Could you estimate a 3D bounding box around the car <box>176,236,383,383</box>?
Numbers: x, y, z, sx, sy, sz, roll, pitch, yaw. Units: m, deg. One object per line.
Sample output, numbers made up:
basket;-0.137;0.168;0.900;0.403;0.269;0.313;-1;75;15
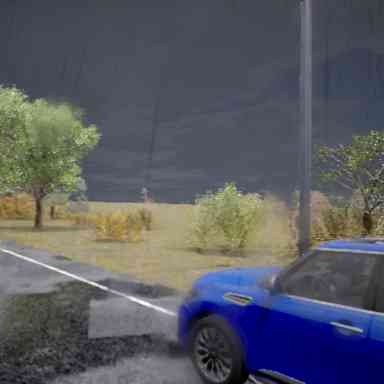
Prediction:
car;2.223;1.489;3.654;2.150;2.045;5.566;4;-4;-43
